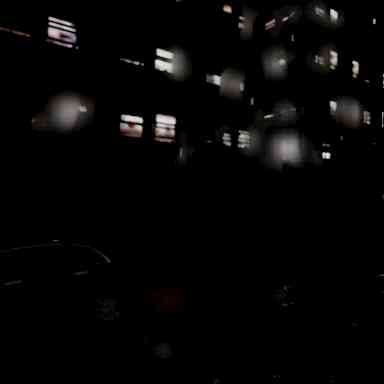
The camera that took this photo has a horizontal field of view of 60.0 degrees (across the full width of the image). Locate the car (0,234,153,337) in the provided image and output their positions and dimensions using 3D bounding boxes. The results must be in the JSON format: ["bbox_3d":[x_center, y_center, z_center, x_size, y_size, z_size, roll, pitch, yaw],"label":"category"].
[{"bbox_3d":[-3.026,1.512,5.518,4.892,1.490,1.837,1,-1,-36],"label":"car"}]
